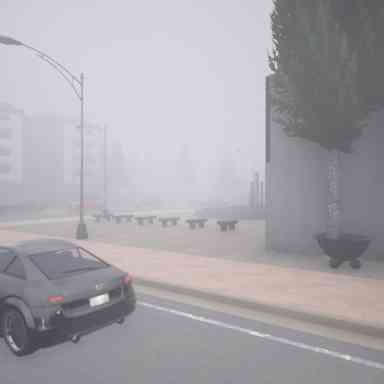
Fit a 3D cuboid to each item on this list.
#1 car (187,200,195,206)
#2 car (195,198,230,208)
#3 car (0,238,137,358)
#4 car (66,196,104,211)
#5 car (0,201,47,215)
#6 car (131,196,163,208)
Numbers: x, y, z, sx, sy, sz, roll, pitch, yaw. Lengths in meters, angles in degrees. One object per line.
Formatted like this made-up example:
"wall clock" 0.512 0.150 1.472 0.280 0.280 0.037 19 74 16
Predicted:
"car" 1.594 1.601 53.879 4.718 1.301 1.895 0 0 -29
"car" 3.161 1.526 46.527 4.674 1.442 1.812 0 0 -33
"car" -3.001 1.564 6.090 4.181 1.385 1.994 0 0 36
"car" -13.113 1.352 40.827 2.097 1.767 4.553 0 0 38
"car" -17.667 1.601 34.319 1.895 1.301 4.718 0 0 33
"car" -6.534 1.352 48.045 4.553 1.767 2.097 0 0 -40
